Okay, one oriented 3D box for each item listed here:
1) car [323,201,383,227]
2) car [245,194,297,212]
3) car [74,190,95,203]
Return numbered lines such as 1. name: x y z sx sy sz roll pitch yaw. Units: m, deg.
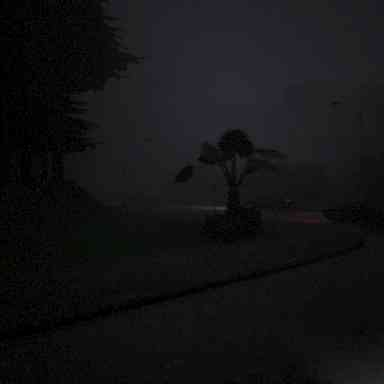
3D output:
1. car: 9.070 1.128 16.761 1.895 1.301 4.718 -2 1 -24
2. car: 6.642 0.883 28.502 2.128 1.511 4.902 -2 1 -36
3. car: -18.281 0.715 56.317 2.150 2.045 5.566 -2 1 -35
